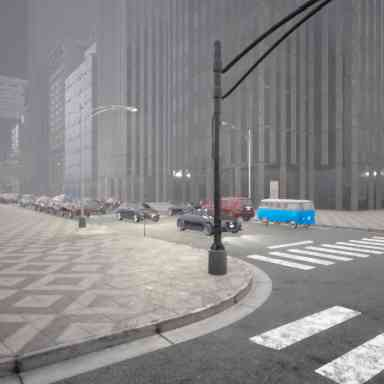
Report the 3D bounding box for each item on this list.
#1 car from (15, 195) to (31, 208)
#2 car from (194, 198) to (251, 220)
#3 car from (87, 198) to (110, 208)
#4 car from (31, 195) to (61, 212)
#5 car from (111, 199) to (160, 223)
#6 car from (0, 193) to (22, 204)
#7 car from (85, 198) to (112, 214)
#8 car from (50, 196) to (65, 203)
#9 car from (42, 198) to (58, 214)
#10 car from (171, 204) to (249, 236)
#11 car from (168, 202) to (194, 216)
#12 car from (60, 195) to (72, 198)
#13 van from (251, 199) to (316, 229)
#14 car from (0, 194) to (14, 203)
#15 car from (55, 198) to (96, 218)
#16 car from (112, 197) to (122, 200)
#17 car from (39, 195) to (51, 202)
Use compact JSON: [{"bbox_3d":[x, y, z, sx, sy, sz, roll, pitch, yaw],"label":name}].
[{"bbox_3d":[-24.108,1.562,48.789,2.008,1.369,4.403,0,0,-36],"label":"car"},{"bbox_3d":[2.769,1.352,26.495,2.192,1.841,5.009,0,0,-36],"label":"car"},{"bbox_3d":[-13.884,1.602,49.254,1.802,1.307,4.206,0,0,-36],"label":"car"},{"bbox_3d":[-17.448,1.461,39.687,1.967,1.590,4.097,0,0,-36],"label":"car"},{"bbox_3d":[-4.286,1.537,26.050,1.837,1.490,4.892,0,0,-36],"label":"car"},{"bbox_3d":[-34.097,1.298,62.443,2.192,1.841,5.009,0,0,-36],"label":"car"},{"bbox_3d":[-10.420,1.531,34.445,1.837,1.490,4.892,0,0,-36],"label":"car"},{"bbox_3d":[-27.305,1.511,67.599,1.752,1.417,4.829,0,0,-36],"label":"car"},{"bbox_3d":[-14.117,1.606,35.135,1.802,1.307,4.206,0,0,-36],"label":"car"},{"bbox_3d":[0.903,1.600,18.956,1.994,1.385,4.181,0,0,-36],"label":"car"},{"bbox_3d":[-0.561,1.599,31.047,1.947,1.339,4.313,0,0,-36],"label":"car"},{"bbox_3d":[-20.436,1.576,53.368,1.994,1.385,4.181,0,0,-36],"label":"car"},{"bbox_3d":[6.100,1.379,21.943,1.690,1.788,3.998,0,0,-36],"label":"van"},{"bbox_3d":[-37.428,1.285,66.995,2.192,1.841,5.009,0,0,-36],"label":"car"},{"bbox_3d":[-10.787,1.572,30.584,1.887,1.381,4.507,0,0,-36],"label":"car"},{"bbox_3d":[-10.552,1.464,44.701,1.967,1.590,4.097,0,0,-36],"label":"car"},{"bbox_3d":[-33.981,1.482,76.733,1.752,1.417,4.829,0,0,-35],"label":"car"}]
